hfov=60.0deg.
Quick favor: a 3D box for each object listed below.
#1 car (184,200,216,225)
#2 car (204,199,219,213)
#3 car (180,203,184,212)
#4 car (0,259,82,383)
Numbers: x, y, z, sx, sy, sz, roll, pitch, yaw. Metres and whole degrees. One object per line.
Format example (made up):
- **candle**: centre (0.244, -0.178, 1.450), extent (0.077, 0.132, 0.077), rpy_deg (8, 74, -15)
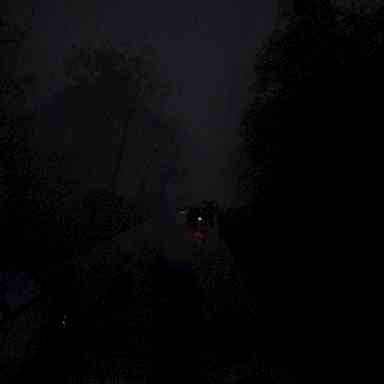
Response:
- **car**: centre (0.669, 1.602, 24.810), extent (1.837, 1.490, 4.892), rpy_deg (0, -1, 3)
- **car**: centre (2.255, 1.672, 42.056), extent (2.097, 1.767, 4.553), rpy_deg (0, -1, 7)
- **car**: centre (-0.300, 1.909, 45.498), extent (2.033, 1.411, 5.357), rpy_deg (0, -1, 8)
- **car**: centre (-2.836, 1.546, 3.546), extent (2.033, 1.411, 5.357), rpy_deg (0, 0, 0)
